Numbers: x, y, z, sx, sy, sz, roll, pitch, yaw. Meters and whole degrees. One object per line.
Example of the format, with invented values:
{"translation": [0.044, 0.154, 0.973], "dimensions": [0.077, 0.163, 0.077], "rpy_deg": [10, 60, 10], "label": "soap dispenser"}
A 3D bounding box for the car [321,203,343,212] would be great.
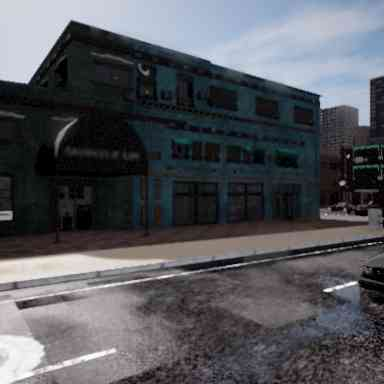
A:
{"translation": [22.494, 2.334, 50.416], "dimensions": [2.008, 1.369, 4.403], "rpy_deg": [-1, 0, -35], "label": "car"}

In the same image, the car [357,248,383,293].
{"translation": [6.251, 1.653, 8.153], "dimensions": [5.357, 1.411, 2.033], "rpy_deg": [1, 0, -36], "label": "car"}

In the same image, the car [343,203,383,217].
{"translation": [20.415, 2.243, 38.687], "dimensions": [1.947, 1.339, 4.313], "rpy_deg": [-1, 0, -35], "label": "car"}
